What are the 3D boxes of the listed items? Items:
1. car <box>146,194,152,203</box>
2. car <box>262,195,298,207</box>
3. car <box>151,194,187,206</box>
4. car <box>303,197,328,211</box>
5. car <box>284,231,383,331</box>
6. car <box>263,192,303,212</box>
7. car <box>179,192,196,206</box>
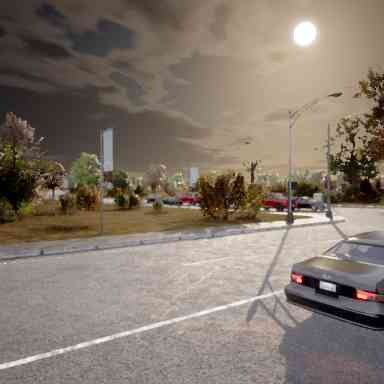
[{"bbox_3d":[-6.413,1.176,60.631,2.097,1.767,4.553,-1,0,-38],"label":"car"},{"bbox_3d":[12.710,1.243,48.300,1.882,1.535,5.008,0,0,-39],"label":"car"},{"bbox_3d":[-3.605,1.393,51.519,2.033,1.411,5.357,-1,0,-39],"label":"car"},{"bbox_3d":[12.629,1.304,36.986,2.128,1.511,4.902,-1,0,-39],"label":"car"},{"bbox_3d":[4.176,1.528,6.746,5.357,1.411,2.033,0,0,-36],"label":"car"},{"bbox_3d":[8.750,1.059,36.252,2.150,2.045,5.566,-1,0,-37],"label":"car"},{"bbox_3d":[-0.081,1.042,52.723,2.150,2.045,5.566,-1,0,-39],"label":"car"}]
